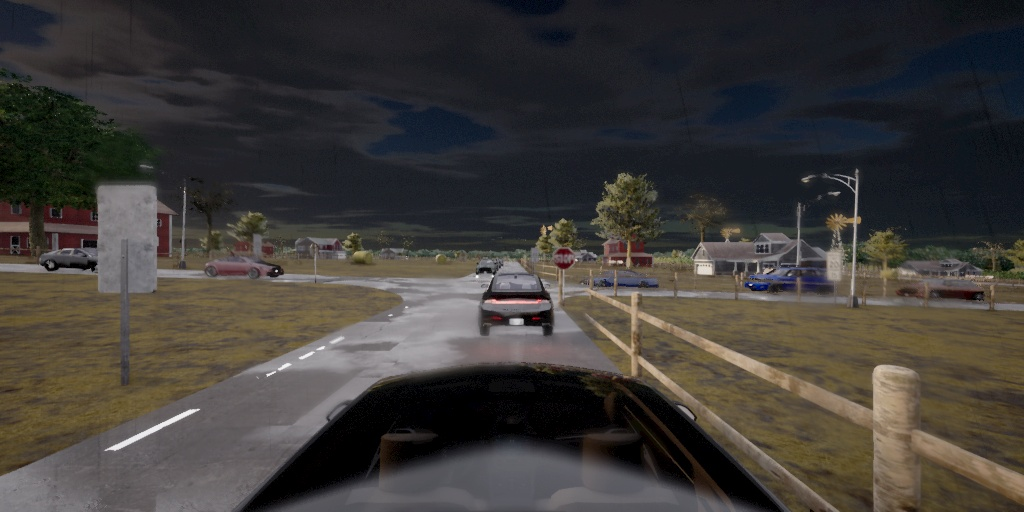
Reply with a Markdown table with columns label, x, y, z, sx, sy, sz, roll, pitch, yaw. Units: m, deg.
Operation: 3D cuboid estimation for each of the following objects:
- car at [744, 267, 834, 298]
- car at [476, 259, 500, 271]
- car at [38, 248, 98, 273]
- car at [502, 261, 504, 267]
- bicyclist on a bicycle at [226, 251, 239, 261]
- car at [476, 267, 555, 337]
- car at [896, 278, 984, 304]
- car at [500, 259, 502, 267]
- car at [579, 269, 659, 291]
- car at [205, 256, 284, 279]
| label | x | y | z | sx | sy | sz | roll | pitch | yaw |
| --- | --- | --- | --- | --- | --- | --- | --- | --- | --- |
| car | 20.088 | 1.826 | 25.989 | 5.566 | 2.045 | 2.150 | 3 | 0 | 0 |
| car | -2.785 | 1.133 | 39.674 | 2.097 | 1.767 | 4.553 | 0 | 0 | 0 |
| car | -27.179 | 0.271 | 23.063 | 4.902 | 1.511 | 2.128 | 2 | 0 | 0 |
| car | -2.732 | 1.357 | 59.864 | 2.033 | 1.411 | 5.357 | 0 | 0 | 1 |
| bicyclist on a bicycle | -22.572 | 0.419 | 29.046 | 0.582 | 1.620 | 1.656 | 2 | 0 | 0 |
| car | 0.112 | 1.246 | 10.370 | 2.128 | 1.511 | 4.902 | 0 | 0 | 0 |
| car | 30.900 | 2.392 | 25.980 | 4.553 | 1.767 | 2.097 | 2 | 0 | 0 |
| car | -2.757 | 1.297 | 49.575 | 1.837 | 1.490 | 4.892 | 0 | 0 | 0 |
| car | 7.595 | 1.653 | 25.548 | 5.357 | 1.411 | 2.033 | 2 | 0 | -6 |
| car | -17.124 | 0.716 | 23.056 | 4.181 | 1.385 | 1.994 | 2 | 0 | 0 |
